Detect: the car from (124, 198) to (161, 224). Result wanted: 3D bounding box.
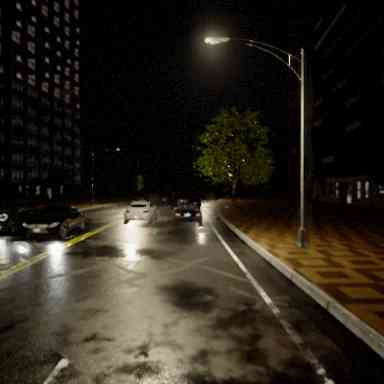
[{"bbox_3d":[-3.474,1.377,23.077,1.812,1.442,4.674,0,0,0],"label":"car"}]

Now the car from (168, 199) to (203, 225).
[{"bbox_3d":[-0.238,1.401,22.377,2.033,1.411,5.357,0,0,0],"label":"car"}]

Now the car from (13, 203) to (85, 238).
[{"bbox_3d":[-6.885,1.418,17.030,1.812,1.442,4.674,0,0,0],"label":"car"}]

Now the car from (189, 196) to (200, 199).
[{"bbox_3d":[0.284,1.265,41.008,1.812,1.442,4.674,0,0,3],"label":"car"}]

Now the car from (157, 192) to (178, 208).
[{"bbox_3d":[-3.009,0.968,40.540,2.150,2.045,5.566,0,1,3],"label":"car"}]

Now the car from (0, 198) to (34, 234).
[{"bbox_3d":[-10.139,1.238,18.365,2.097,1.767,4.553,0,0,0],"label":"car"}]
